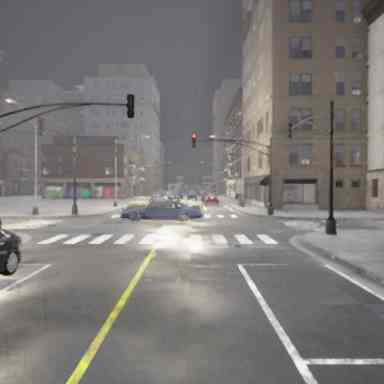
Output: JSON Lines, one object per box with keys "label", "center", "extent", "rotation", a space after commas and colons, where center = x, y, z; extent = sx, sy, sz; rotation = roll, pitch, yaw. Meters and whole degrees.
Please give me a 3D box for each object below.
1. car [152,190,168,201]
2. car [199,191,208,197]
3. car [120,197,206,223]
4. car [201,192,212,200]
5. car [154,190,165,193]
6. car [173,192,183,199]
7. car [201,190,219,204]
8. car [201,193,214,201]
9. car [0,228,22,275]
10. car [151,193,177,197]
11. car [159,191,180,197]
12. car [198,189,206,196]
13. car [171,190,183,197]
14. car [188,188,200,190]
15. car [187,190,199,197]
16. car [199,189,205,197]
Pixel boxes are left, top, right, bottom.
{"label": "car", "center": [-5.376, 0.555, 56.715], "extent": [2.192, 1.841, 5.009], "rotation": [0, 1, 0]}
{"label": "car", "center": [2.653, 0.490, 79.362], "extent": [2.008, 1.369, 4.403], "rotation": [0, 1, 0]}
{"label": "car", "center": [-1.933, 1.249, 21.843], "extent": [5.357, 1.411, 2.033], "rotation": [0, 1, 0]}
{"label": "car", "center": [2.650, 0.688, 62.547], "extent": [1.752, 1.417, 4.829], "rotation": [0, 1, 0]}
{"label": "car", "center": [-5.377, 0.866, 51.057], "extent": [2.008, 1.369, 4.403], "rotation": [0, 1, 0]}
{"label": "car", "center": [-2.737, 0.728, 65.227], "extent": [1.895, 1.301, 4.718], "rotation": [0, 1, 0]}
{"label": "car", "center": [2.647, 0.831, 45.392], "extent": [1.967, 1.590, 4.097], "rotation": [0, 1, 0]}
{"label": "car", "center": [2.649, 0.806, 56.717], "extent": [1.947, 1.339, 4.313], "rotation": [0, 1, 0]}
{"label": "car", "center": [-5.386, 1.452, 7.229], "extent": [2.008, 1.369, 4.403], "rotation": [0, 1, 0]}
{"label": "car", "center": [-2.827, 1.107, 32.728], "extent": [2.033, 1.411, 5.357], "rotation": [0, 1, -1]}
{"label": "car", "center": [-2.829, 0.961, 42.032], "extent": [1.812, 1.442, 4.674], "rotation": [0, 1, 0]}
{"label": "car", "center": [2.656, 0.104, 90.681], "extent": [2.192, 1.841, 5.009], "rotation": [0, 1, 0]}
{"label": "car", "center": [-2.767, 0.843, 52.592], "extent": [2.033, 1.411, 5.357], "rotation": [0, 1, 1]}
{"label": "car", "center": [0.015, 0.233, 74.181], "extent": [2.150, 2.045, 5.566], "rotation": [0, 1, 0]}
{"label": "car", "center": [0.013, 0.746, 63.884], "extent": [1.895, 1.301, 4.718], "rotation": [0, 1, 0]}
{"label": "car", "center": [2.648, 0.630, 51.052], "extent": [2.192, 1.841, 5.009], "rotation": [0, 1, 0]}
